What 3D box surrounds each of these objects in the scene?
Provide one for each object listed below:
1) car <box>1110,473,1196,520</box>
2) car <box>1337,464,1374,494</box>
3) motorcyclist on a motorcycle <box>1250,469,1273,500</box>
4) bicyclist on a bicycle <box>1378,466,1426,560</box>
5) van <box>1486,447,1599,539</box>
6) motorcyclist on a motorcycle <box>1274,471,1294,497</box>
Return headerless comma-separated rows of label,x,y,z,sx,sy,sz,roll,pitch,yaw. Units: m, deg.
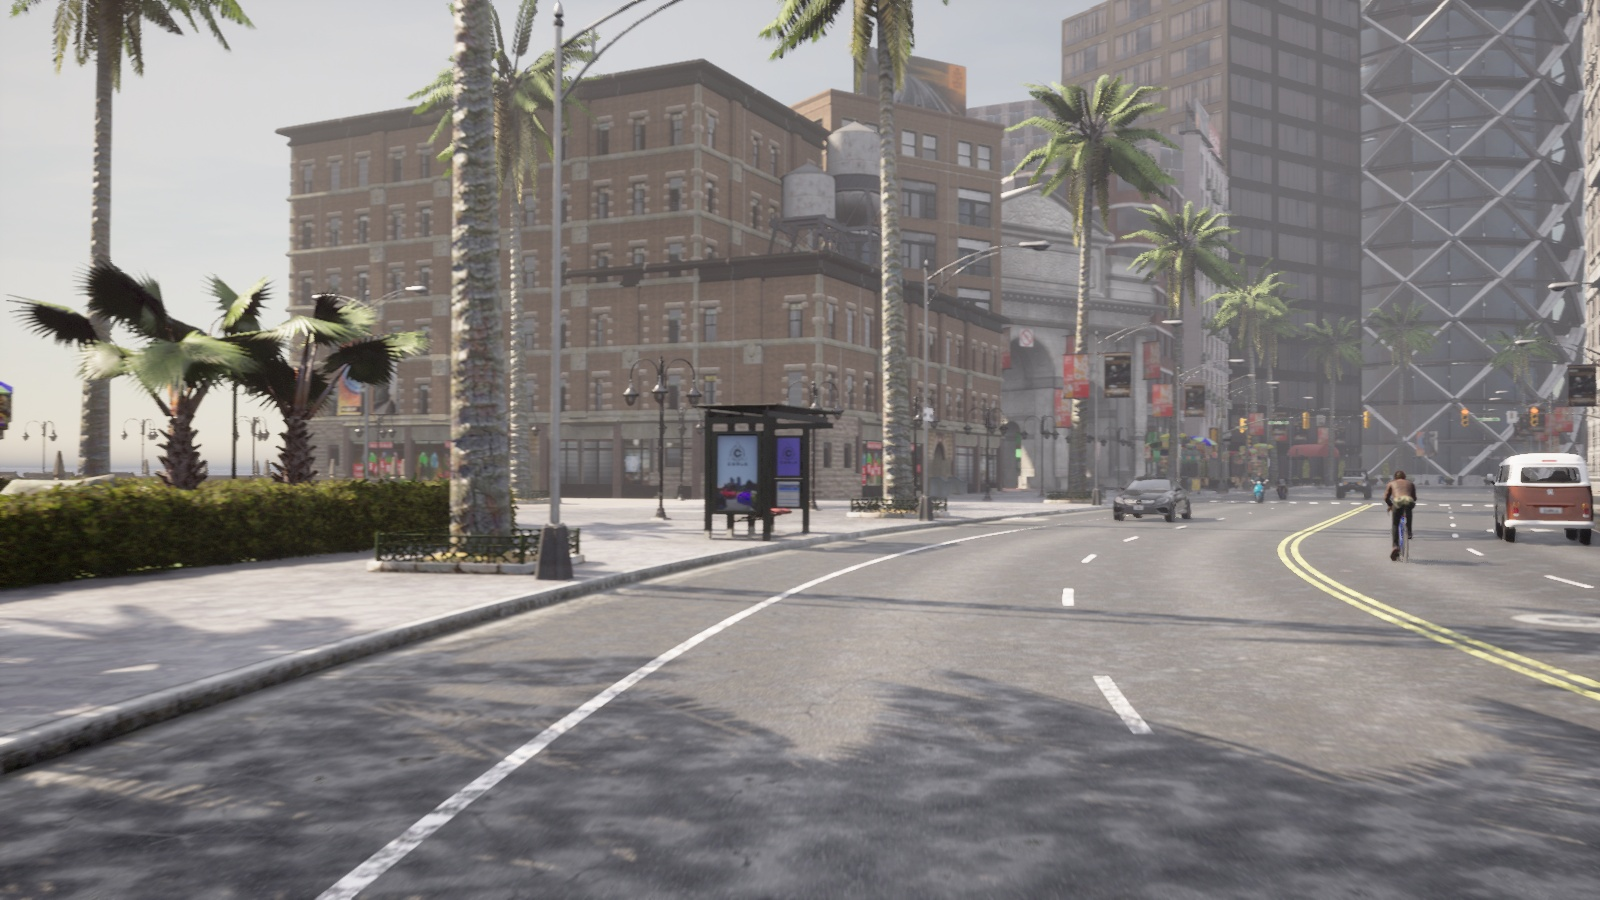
car,11.683,1.495,41.322,1.812,1.442,4.674,-1,-1,27
car,35.154,1.826,79.401,1.905,1.878,3.866,-1,-1,27
motorcyclist on a motorcycle,24.045,1.786,65.416,0.866,1.590,1.817,-1,-1,27
bicyclist on a bicycle,10.838,1.111,22.636,0.582,1.620,1.656,0,-1,19
van,17.778,0.985,30.123,2.069,2.038,4.480,-1,-1,25
motorcyclist on a motorcycle,28.855,2.009,74.785,0.866,1.530,2.191,-1,-1,27
